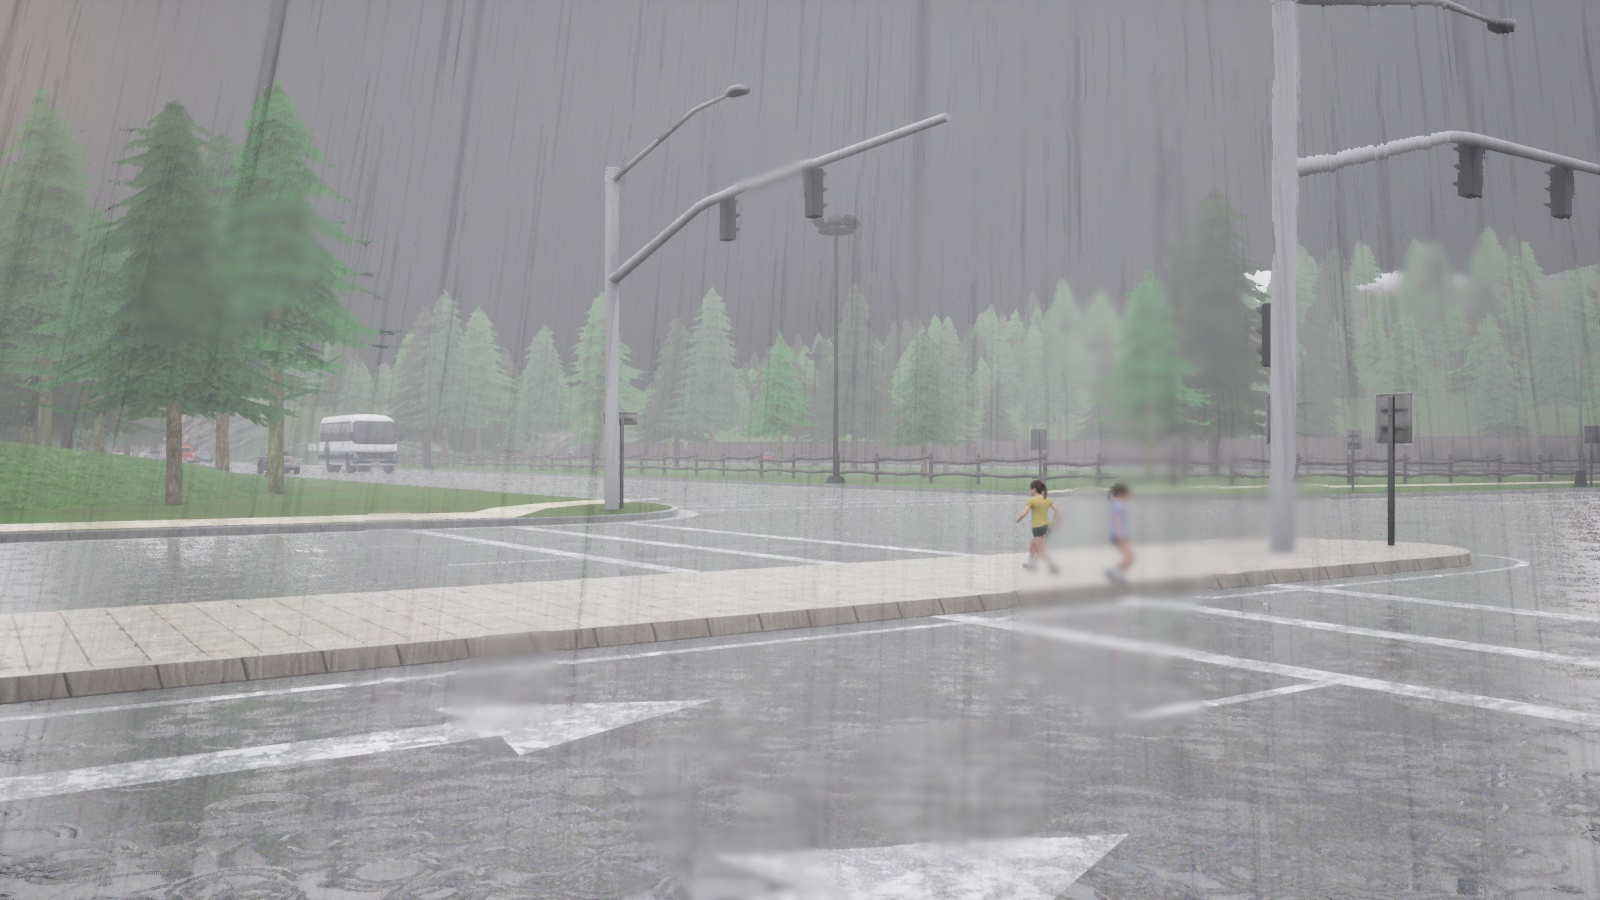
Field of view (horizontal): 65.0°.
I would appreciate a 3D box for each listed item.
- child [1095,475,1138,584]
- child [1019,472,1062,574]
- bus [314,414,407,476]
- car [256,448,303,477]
[{"bbox_3d":[3.272,0.815,12.998,0.394,1.110,0.255,0,0,6],"label":"child"},{"bbox_3d":[2.703,0.811,14.109,0.255,1.110,0.394,0,0,-40],"label":"child"},{"bbox_3d":[-32.458,-0.337,92.466,3.944,4.253,10.273,0,0,-34],"label":"bus"},{"bbox_3d":[-34.373,0.837,82.870,1.932,1.855,4.605,0,0,-34],"label":"car"}]
